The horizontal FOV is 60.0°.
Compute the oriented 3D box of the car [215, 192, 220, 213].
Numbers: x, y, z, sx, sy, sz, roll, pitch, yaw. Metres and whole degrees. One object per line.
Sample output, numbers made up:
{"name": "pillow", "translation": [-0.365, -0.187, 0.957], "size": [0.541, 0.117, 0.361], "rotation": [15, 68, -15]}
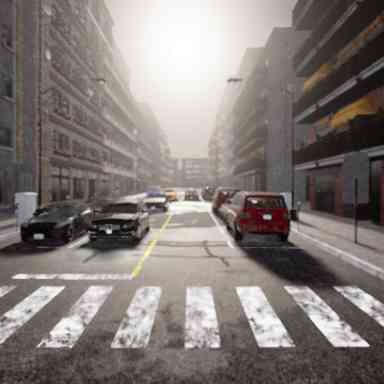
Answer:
{"name": "car", "translation": [2.560, 0.934, 19.513], "size": [1.752, 1.417, 4.829], "rotation": [1, 2, 0]}

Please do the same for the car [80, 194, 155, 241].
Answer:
{"name": "car", "translation": [-2.862, 1.054, 13.893], "size": [1.837, 1.490, 4.892], "rotation": [0, 2, 0]}

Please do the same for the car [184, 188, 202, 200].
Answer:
{"name": "car", "translation": [-0.050, 0.369, 43.804], "size": [1.895, 1.301, 4.718], "rotation": [0, 1, 0]}

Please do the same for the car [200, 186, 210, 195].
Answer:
{"name": "car", "translation": [2.669, -0.332, 68.283], "size": [1.801, 1.575, 5.366], "rotation": [0, 1, 0]}

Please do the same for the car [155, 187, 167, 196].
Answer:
{"name": "car", "translation": [-5.371, -0.055, 58.041], "size": [1.752, 1.417, 4.829], "rotation": [1, 1, 0]}

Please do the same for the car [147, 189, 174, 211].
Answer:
{"name": "car", "translation": [-2.875, 0.725, 27.445], "size": [2.033, 1.411, 5.357], "rotation": [0, 2, 0]}

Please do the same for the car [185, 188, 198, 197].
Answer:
{"name": "car", "translation": [-0.063, 0.097, 53.777], "size": [1.994, 1.385, 4.181], "rotation": [0, 1, 0]}

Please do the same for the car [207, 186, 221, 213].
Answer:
{"name": "car", "translation": [2.556, 0.576, 24.901], "size": [2.192, 1.841, 5.009], "rotation": [1, 1, 0]}

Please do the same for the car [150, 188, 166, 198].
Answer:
{"name": "car", "translation": [-5.365, 0.095, 52.651], "size": [2.008, 1.369, 4.403], "rotation": [1, 1, 0]}

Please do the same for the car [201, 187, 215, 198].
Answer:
{"name": "car", "translation": [2.517, 0.005, 52.694], "size": [1.967, 1.590, 4.097], "rotation": [1, 1, 0]}

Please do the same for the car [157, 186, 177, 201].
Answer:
{"name": "car", "translation": [-2.855, 0.290, 41.662], "size": [1.882, 1.535, 5.008], "rotation": [0, 1, 0]}

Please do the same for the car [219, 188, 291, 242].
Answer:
{"name": "car", "translation": [2.571, 0.883, 13.780], "size": [2.192, 1.841, 5.009], "rotation": [1, 2, 0]}

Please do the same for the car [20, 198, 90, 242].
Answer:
{"name": "car", "translation": [-5.314, 1.113, 13.731], "size": [1.947, 1.339, 4.313], "rotation": [1, 2, 0]}

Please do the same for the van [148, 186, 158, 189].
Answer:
{"name": "van", "translation": [-5.353, 0.014, 47.082], "size": [1.690, 1.788, 3.998], "rotation": [1, 1, 0]}

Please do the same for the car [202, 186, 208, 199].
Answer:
{"name": "car", "translation": [2.526, 0.009, 47.128], "size": [2.192, 1.841, 5.009], "rotation": [1, 1, 0]}
